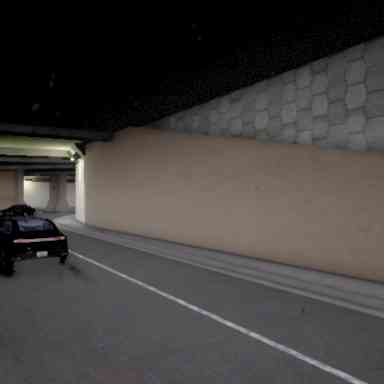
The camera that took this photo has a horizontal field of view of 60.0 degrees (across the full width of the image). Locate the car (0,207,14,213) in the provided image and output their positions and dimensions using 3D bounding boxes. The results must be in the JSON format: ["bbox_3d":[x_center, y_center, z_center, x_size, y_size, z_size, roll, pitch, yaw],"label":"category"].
[{"bbox_3d":[-14.602,1.993,24.565,1.994,1.385,4.181,0,-1,-31],"label":"car"}]

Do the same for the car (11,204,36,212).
[{"bbox_3d":[-18.913,2.104,36.916,1.882,1.535,5.008,0,0,-7],"label":"car"}]

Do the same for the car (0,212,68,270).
[{"bbox_3d":[-5.928,1.696,12.035,2.128,1.511,4.902,0,-1,-35],"label":"car"}]
